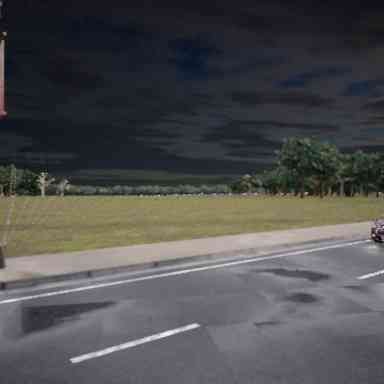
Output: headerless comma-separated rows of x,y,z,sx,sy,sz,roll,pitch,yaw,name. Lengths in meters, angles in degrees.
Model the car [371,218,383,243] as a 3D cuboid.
9.963,1.368,14.803,4.553,1.767,2.097,0,0,-36,car
